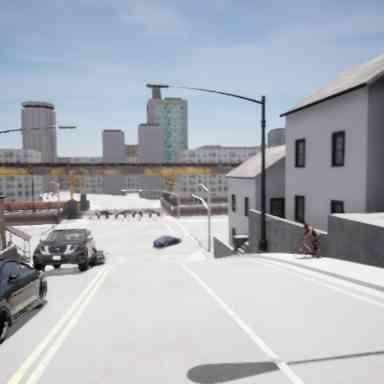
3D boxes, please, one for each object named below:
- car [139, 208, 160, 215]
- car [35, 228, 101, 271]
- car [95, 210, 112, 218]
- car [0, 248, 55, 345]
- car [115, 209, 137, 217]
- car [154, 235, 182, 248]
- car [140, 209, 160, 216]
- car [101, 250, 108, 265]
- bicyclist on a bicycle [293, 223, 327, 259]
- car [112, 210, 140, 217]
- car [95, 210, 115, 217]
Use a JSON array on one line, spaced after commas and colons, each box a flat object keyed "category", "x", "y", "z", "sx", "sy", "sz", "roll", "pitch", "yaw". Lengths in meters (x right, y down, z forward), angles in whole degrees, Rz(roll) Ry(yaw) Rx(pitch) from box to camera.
[{"category": "car", "x": -9.960, "y": 4.615, "z": 77.723, "sx": 4.536, "sy": 1.218, "sz": 1.853, "roll": 1, "pitch": 4, "yaw": 19}, {"category": "car", "x": -6.074, "y": 2.811, "z": 16.562, "sx": 2.150, "sy": 2.045, "sz": 5.566, "roll": -1, "pitch": -8, "yaw": -10}, {"category": "car", "x": -19.628, "y": 5.031, "z": 75.346, "sx": 4.974, "sy": 1.542, "sz": 2.038, "roll": 2, "pitch": 4, "yaw": 34}, {"category": "car", "x": -4.581, "y": 2.184, "z": 7.124, "sx": 1.994, "sy": 1.385, "sz": 4.181, "roll": -1, "pitch": -5, "yaw": -9}, {"category": "car", "x": -15.047, "y": 4.773, "z": 76.114, "sx": 1.853, "sy": 1.218, "sz": 4.536, "roll": 3, "pitch": 5, "yaw": 44}, {"category": "car", "x": -3.338, "y": 6.740, "z": 46.266, "sx": 1.994, "sy": 1.385, "sz": 4.181, "roll": 3, "pitch": 5, "yaw": 42}, {"category": "car", "x": -9.909, "y": 4.772, "z": 77.715, "sx": 4.974, "sy": 1.542, "sz": 2.038, "roll": 1, "pitch": 4, "yaw": 19}, {"category": "car", "x": -7.711, "y": 5.337, "z": 26.381, "sx": 1.837, "sy": 1.490, "sz": 4.892, "roll": -2, "pitch": -17, "yaw": -10}, {"category": "bicyclist on a bicycle", "x": 5.302, "y": 2.208, "z": 14.982, "sx": 1.656, "sy": 1.620, "sz": 0.582, "roll": -1, "pitch": -4, "yaw": -8}, {"category": "car", "x": -15.081, "y": 4.933, "z": 76.087, "sx": 2.038, "sy": 1.542, "sz": 4.974, "roll": 3, "pitch": 5, "yaw": 44}, {"category": "car", "x": -19.673, "y": 4.873, "z": 75.366, "sx": 4.536, "sy": 1.218, "sz": 1.853, "roll": 2, "pitch": 4, "yaw": 34}]
